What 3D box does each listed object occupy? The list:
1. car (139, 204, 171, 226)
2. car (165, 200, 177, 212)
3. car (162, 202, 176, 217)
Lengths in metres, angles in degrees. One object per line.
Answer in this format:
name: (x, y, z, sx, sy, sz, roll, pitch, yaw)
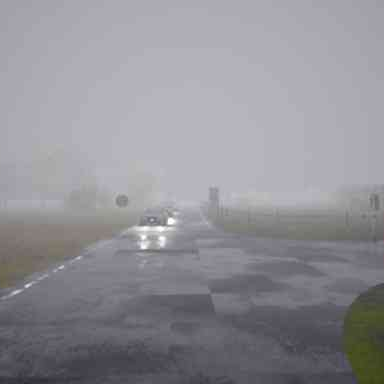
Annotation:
car: (-2.968, 1.907, 26.411, 1.994, 1.385, 4.181, 0, -1, -1)
car: (-3.215, 1.998, 48.548, 2.097, 1.767, 4.553, 0, -1, -1)
car: (-3.088, 2.095, 37.587, 1.895, 1.301, 4.718, 0, -1, -1)
